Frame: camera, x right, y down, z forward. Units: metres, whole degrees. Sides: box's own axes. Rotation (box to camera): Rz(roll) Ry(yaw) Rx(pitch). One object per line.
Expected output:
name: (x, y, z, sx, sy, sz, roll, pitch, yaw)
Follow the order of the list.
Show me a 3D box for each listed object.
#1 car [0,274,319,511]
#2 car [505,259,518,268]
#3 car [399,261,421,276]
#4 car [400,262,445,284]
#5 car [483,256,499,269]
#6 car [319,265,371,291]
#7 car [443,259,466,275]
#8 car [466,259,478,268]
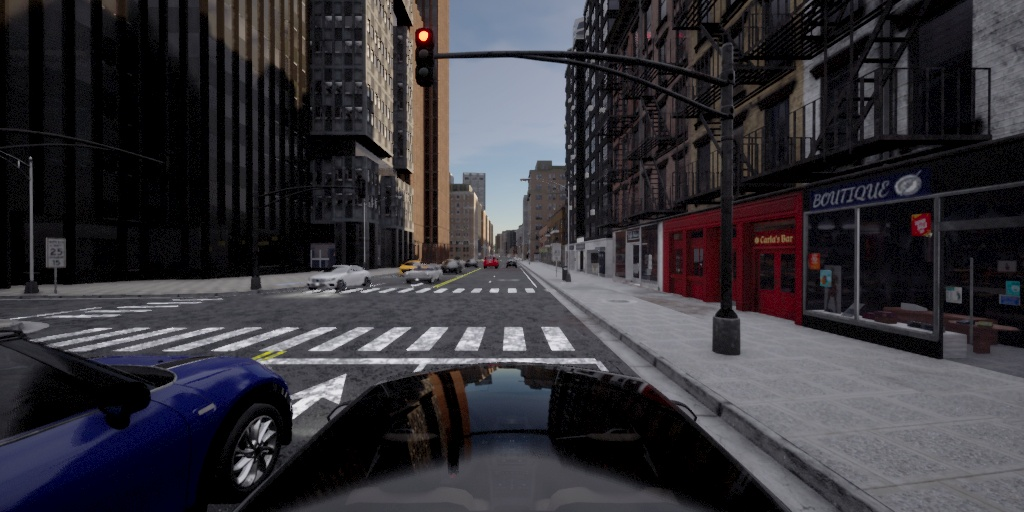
car: (-3.146, 1.102, 1.578, 2.097, 1.767, 4.553, 0, 0, 0)
car: (-0.080, 1.270, 61.821, 1.837, 1.490, 4.892, 0, 0, 0)
car: (-9.951, 1.235, 36.306, 1.882, 1.535, 5.008, 0, 0, 0)
car: (-6.674, 1.355, 27.392, 1.895, 1.301, 4.718, 0, 0, 0)
car: (-3.418, 0.985, 58.038, 2.150, 2.045, 5.566, 0, 0, 0)
car: (-10.415, 1.278, 22.035, 1.812, 1.442, 4.674, 0, 0, 7)
car: (-6.711, 1.237, 39.799, 1.882, 1.535, 5.008, 0, 0, 0)
car: (-6.704, 1.242, 59.476, 1.882, 1.535, 5.008, 0, 0, 0)
